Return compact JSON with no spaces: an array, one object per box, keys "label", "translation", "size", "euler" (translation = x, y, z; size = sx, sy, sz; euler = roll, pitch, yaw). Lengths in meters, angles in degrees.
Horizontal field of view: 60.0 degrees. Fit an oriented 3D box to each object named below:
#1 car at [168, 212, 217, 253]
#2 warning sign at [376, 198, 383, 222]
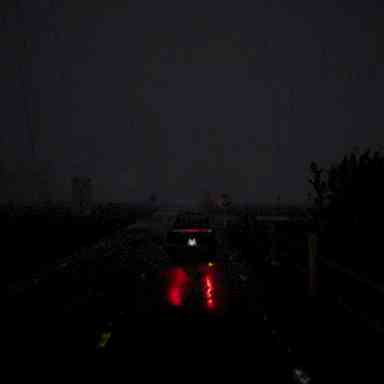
[{"label":"car","translation":[0.017,1.622,14.296],"size":[2.128,1.511,4.902],"euler":[0,0,0]},{"label":"warning sign","translation":[15.886,1.463,27.026],"size":[1.060,1.860,1.300],"euler":[0,0,0]}]
